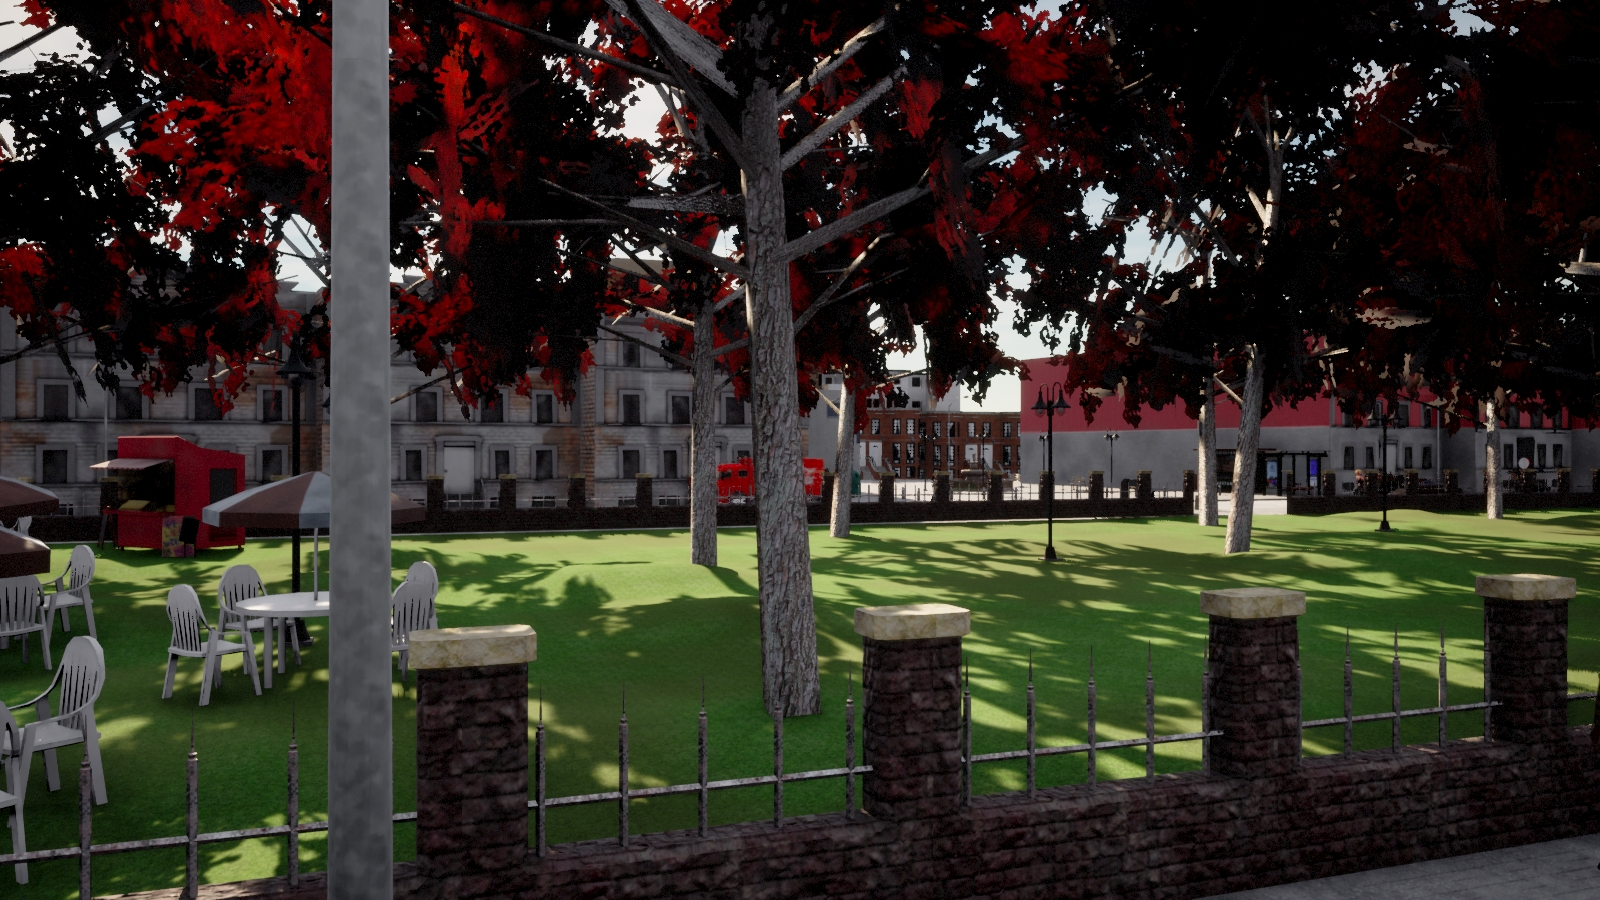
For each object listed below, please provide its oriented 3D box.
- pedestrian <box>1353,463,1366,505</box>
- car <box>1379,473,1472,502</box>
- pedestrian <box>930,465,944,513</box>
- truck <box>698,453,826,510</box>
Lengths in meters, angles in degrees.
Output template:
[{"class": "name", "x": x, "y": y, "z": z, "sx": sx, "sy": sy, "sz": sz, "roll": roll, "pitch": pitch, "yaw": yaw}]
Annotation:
[{"class": "pedestrian", "x": 25.426, "y": 1.542, "z": 51.918, "sx": 0.375, "sy": 1.860, "sz": 0.375, "roll": 0, "pitch": 0, "yaw": -20}, {"class": "car", "x": 32.652, "y": 1.936, "z": 59.665, "sx": 4.181, "sy": 1.385, "sz": 1.994, "roll": -1, "pitch": 0, "yaw": -20}, {"class": "pedestrian", "x": 5.370, "y": 1.531, "z": 44.885, "sx": 0.375, "sy": 1.860, "sz": 0.375, "roll": 0, "pitch": 0, "yaw": -36}, {"class": "truck", "x": -1.712, "y": 1.354, "z": 51.394, "sx": 5.204, "sy": 2.467, "sz": 2.627, "roll": 0, "pitch": 0, "yaw": -20}]
